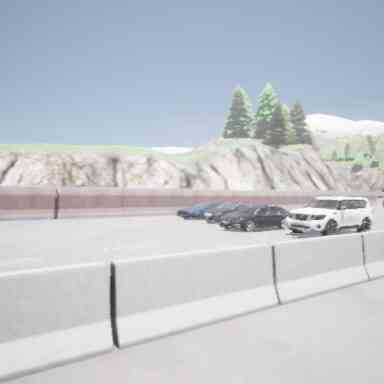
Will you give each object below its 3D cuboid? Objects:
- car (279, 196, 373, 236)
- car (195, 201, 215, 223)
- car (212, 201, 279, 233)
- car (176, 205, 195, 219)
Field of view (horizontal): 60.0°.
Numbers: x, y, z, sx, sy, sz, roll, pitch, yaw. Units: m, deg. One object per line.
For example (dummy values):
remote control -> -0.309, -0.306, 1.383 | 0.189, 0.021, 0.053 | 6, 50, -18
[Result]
car -> 7.527, 1.246, 17.854 | 5.566, 2.045, 2.150 | 1, 0, -35
car -> 3.010, 1.426, 23.240 | 4.902, 1.511, 2.128 | 1, 0, -35
car -> 3.820, 1.466, 19.527 | 4.892, 1.490, 1.837 | 0, 1, -35
car -> 1.401, 1.445, 26.374 | 5.357, 1.411, 2.033 | 1, 0, -35
